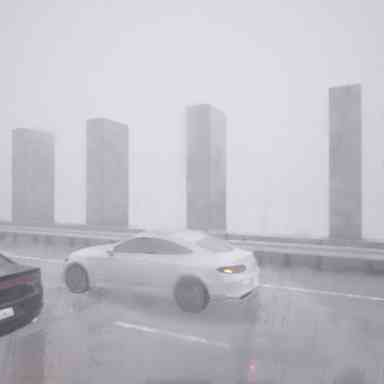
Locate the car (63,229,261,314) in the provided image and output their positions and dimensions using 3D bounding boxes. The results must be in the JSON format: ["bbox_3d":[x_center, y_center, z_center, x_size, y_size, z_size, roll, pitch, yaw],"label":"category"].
[{"bbox_3d":[-0.807,1.579,7.587,4.674,1.442,1.812,0,0,26],"label":"car"}]

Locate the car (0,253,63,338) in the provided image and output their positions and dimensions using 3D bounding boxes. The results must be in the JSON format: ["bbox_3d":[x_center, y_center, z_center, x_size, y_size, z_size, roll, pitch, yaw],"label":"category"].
[{"bbox_3d":[-4.787,1.520,5.604,5.008,1.535,1.882,0,0,25],"label":"car"}]
